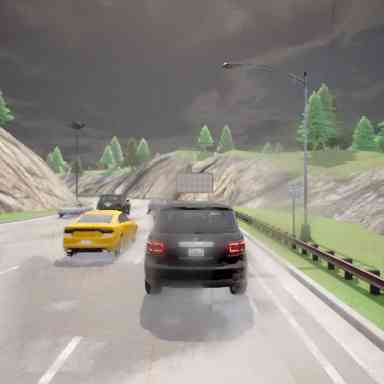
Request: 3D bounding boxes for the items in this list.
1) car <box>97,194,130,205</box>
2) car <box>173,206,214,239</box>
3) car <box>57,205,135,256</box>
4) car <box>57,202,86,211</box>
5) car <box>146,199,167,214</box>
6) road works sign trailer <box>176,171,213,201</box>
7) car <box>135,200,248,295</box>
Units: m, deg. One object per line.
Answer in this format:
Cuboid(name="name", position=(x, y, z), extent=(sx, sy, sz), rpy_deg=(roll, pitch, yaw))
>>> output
Cuboid(name="car", position=(-7.027, 1.222, 30.227), extent=(2.150, 2.045, 5.566), rpy_deg=(0, 0, -1))
Cuboid(name="car", position=(0.077, 1.559, 18.102), extent=(1.994, 1.385, 4.181), rpy_deg=(0, 0, 0))
Cuboid(name="car", position=(-3.416, 1.478, 13.181), extent=(1.882, 1.535, 5.008), rpy_deg=(0, 0, 0))
Cuboid(name="car", position=(-10.554, 1.601, 30.392), extent=(1.895, 1.301, 4.718), rpy_deg=(0, 0, -1))
Cuboid(name="car", position=(-3.826, 1.548, 36.409), extent=(2.033, 1.411, 5.357), rpy_deg=(0, 0, -4))
Cuboid(name="road works sign trailer", position=(0.186, 0.464, 21.599), extent=(2.380, 3.560, 2.880), rpy_deg=(0, 0, 0))
Cuboid(name="car", position=(0.087, 1.221, 8.884), extent=(2.150, 2.045, 5.566), rpy_deg=(0, 0, 0))
